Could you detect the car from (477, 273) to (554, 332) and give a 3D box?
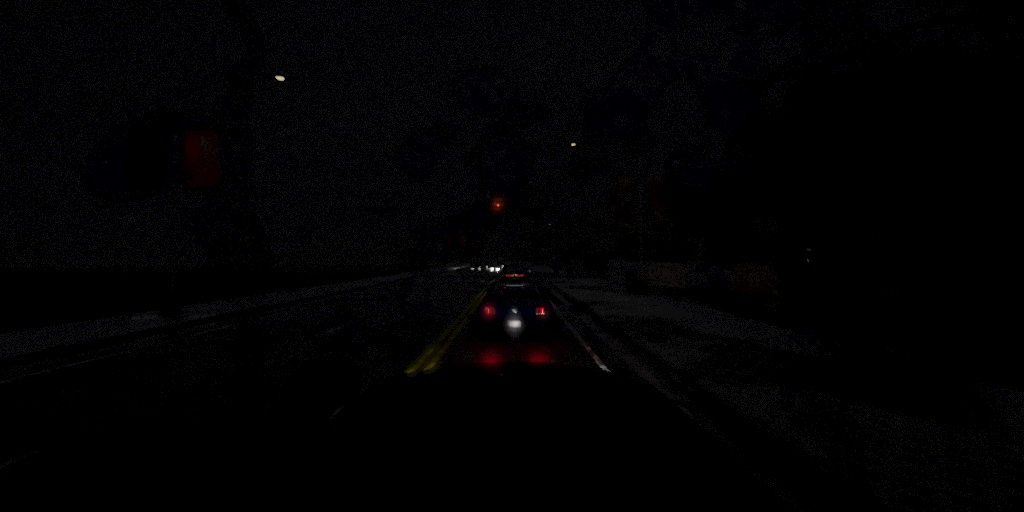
[{"bbox_3d":[0.123,1.365,10.903,1.895,1.301,4.718,0,0,1],"label":"car"}]

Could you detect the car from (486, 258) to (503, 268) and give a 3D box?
[{"bbox_3d":[-3.002,1.300,64.413,2.128,1.511,4.902,0,0,1],"label":"car"}]

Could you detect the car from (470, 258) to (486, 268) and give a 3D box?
[{"bbox_3d":[-6.246,1.356,64.182,2.033,1.411,5.357,0,0,1],"label":"car"}]

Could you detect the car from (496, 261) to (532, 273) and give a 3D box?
[{"bbox_3d":[0.164,1.284,22.755,1.837,1.490,4.892,0,0,1],"label":"car"}]
